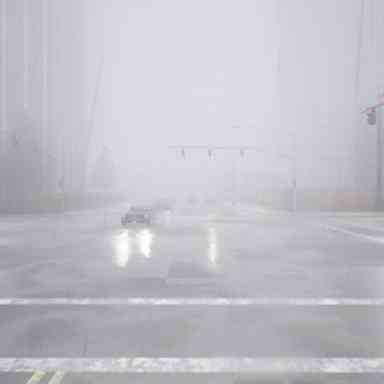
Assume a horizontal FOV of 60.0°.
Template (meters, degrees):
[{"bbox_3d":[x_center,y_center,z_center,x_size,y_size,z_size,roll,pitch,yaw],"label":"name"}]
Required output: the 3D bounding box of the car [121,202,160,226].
[{"bbox_3d":[-3.609,1.580,23.118,1.895,1.301,4.718,0,0,0],"label":"car"}]

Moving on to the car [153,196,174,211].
[{"bbox_3d":[-3.610,1.469,40.815,1.837,1.490,4.892,0,0,0],"label":"car"}]

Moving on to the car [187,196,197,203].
[{"bbox_3d":[-0.027,1.507,65.196,1.994,1.385,4.181,0,0,0],"label":"car"}]

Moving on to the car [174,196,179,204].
[{"bbox_3d":[-3.554,1.510,62.219,1.994,1.385,4.181,0,0,1],"label":"car"}]

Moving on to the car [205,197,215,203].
[{"bbox_3d":[3.473,1.543,65.227,1.895,1.301,4.718,0,0,0],"label":"car"}]
